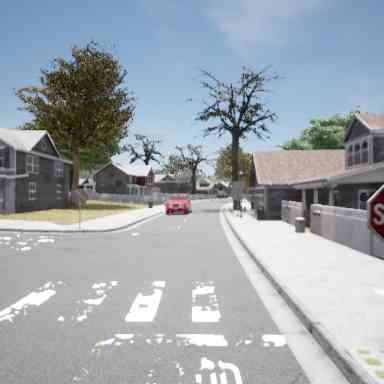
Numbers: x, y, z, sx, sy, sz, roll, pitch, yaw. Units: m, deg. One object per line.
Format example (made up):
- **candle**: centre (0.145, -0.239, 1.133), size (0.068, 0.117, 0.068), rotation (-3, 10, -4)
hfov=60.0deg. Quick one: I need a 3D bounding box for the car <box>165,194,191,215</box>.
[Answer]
- **car**: centre (-1.311, 1.210, 33.871), size (2.150, 2.045, 5.566), rotation (0, 0, 5)
